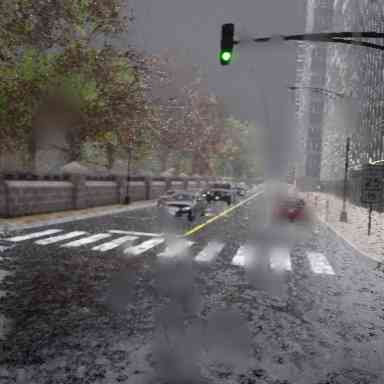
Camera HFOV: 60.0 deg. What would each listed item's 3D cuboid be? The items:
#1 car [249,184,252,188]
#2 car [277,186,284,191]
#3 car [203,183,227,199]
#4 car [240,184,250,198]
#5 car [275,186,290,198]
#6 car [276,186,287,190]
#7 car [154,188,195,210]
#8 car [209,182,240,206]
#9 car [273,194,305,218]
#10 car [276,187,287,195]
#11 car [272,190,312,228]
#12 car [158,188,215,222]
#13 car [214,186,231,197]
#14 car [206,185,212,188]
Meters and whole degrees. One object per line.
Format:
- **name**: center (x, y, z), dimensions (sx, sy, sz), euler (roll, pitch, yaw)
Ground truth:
- **car**: center (12.930, -1.092, 80.928), dimensions (1.802, 1.307, 4.206), euler (3, 3, 14)
- **car**: center (23.870, -1.005, 89.836), dimensions (1.802, 1.307, 4.206), euler (3, 3, 14)
- **car**: center (3.018, -0.227, 42.409), dimensions (2.192, 1.841, 5.009), euler (3, 2, 14)
- **car**: center (6.392, 0.003, 45.041), dimensions (1.837, 1.490, 4.892), euler (3, 2, 15)
- **car**: center (13.954, 0.005, 51.332), dimensions (1.967, 1.590, 4.097), euler (3, 2, 14)
- **car**: center (12.531, 0.289, 45.838), dimensions (1.947, 1.339, 4.313), euler (3, 2, 14)
- **car**: center (-1.244, 0.466, 25.914), dimensions (1.887, 1.381, 4.507), euler (3, 2, 14)
- **car**: center (2.899, 0.099, 31.569), dimensions (2.150, 2.045, 5.566), euler (3, 2, 14)
- **car**: center (6.864, 0.908, 23.840), dimensions (1.947, 1.339, 4.313), euler (3, 2, 14)
- **car**: center (16.828, -0.237, 62.502), dimensions (1.752, 1.417, 4.829), euler (3, 2, 14)
- **car**: center (5.453, 0.937, 18.336), dimensions (1.967, 1.590, 4.097), euler (3, 2, 14)
- **car**: center (-0.381, 0.721, 18.893), dimensions (2.128, 1.511, 4.902), euler (3, 2, 14)
- **car**: center (4.423, -0.117, 47.919), dimensions (1.802, 1.307, 4.206), euler (3, 2, 14)
- **car**: center (0.173, 0.318, 31.415), dimensions (2.008, 1.369, 4.403), euler (3, 2, 14)
